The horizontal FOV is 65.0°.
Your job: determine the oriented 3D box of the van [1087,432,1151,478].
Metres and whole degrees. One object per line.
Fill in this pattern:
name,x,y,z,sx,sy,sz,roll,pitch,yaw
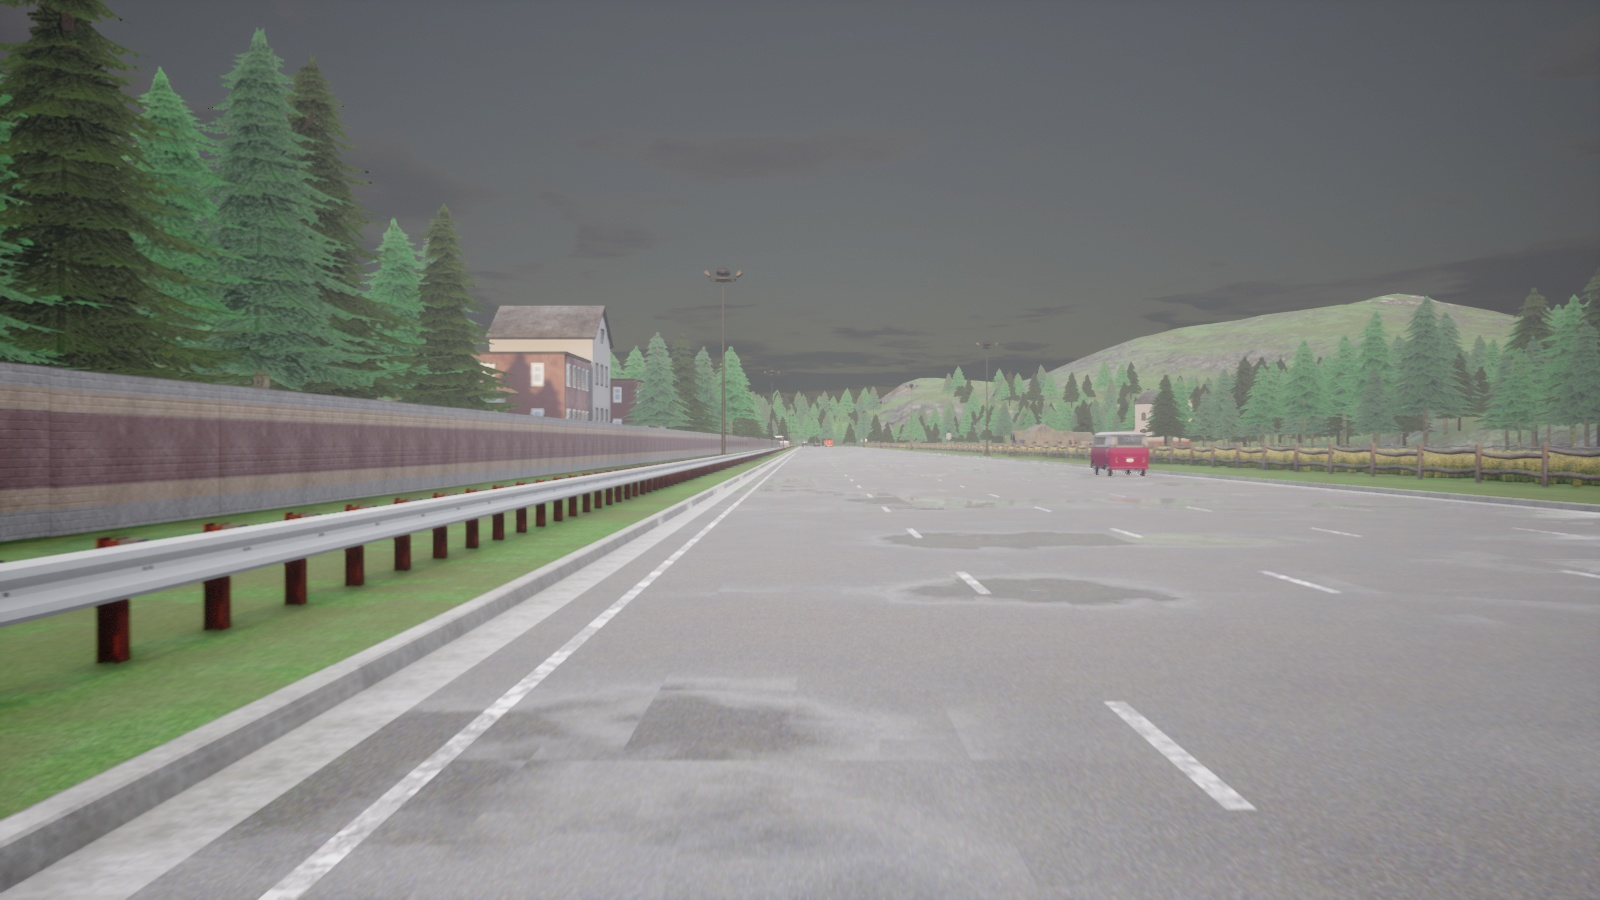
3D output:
van,14.343,0.191,56.740,1.775,1.987,4.442,0,0,0
